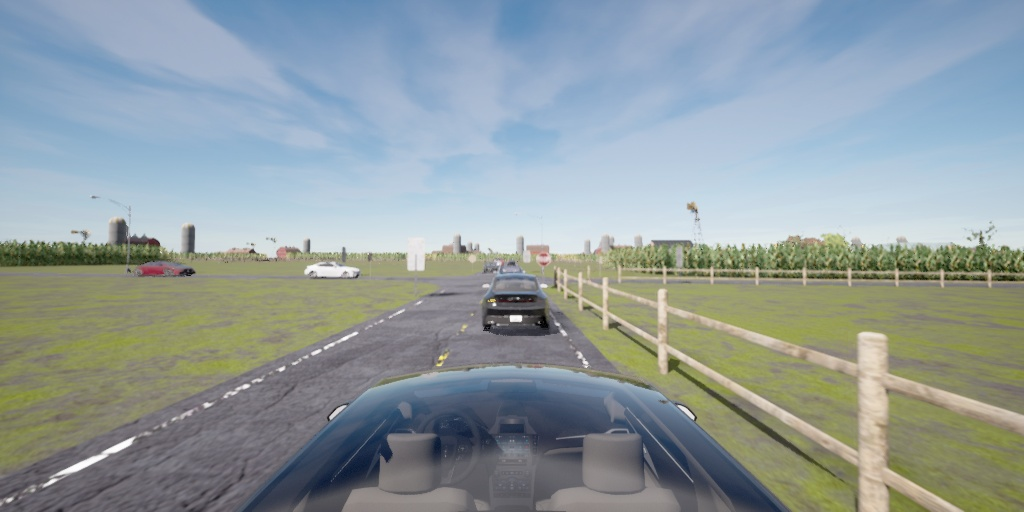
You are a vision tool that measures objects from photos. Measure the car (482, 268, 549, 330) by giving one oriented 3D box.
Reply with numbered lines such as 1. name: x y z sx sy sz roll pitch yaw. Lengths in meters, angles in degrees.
1. car: 0.099 1.314 11.413 1.837 1.490 4.892 0 0 0

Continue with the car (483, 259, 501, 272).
1. car: -2.863 1.503 48.966 1.837 1.490 4.892 0 1 0

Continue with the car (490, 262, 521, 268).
1. car: -0.146 1.361 22.753 2.128 1.511 4.902 0 0 -3

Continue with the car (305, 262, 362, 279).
1. car: -15.716 1.264 31.592 4.674 1.442 1.812 1 -1 2

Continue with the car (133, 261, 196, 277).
1. car: -30.606 1.146 31.679 4.181 1.385 1.994 1 -1 0
